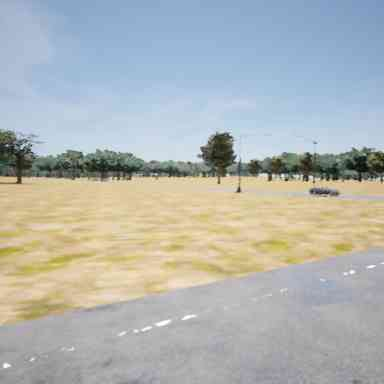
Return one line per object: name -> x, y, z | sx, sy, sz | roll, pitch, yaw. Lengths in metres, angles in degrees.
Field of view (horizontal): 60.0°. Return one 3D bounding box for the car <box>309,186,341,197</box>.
car -> 20.303, -0.099, 50.760 | 2.128, 1.511, 4.902 | 0, 3, -34
